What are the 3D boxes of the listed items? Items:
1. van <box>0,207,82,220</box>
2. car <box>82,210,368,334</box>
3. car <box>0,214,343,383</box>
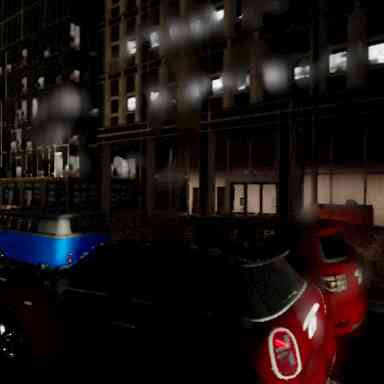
[{"bbox_3d":[-4.137,1.353,9.514,3.998,1.788,1.690,0,0,36],"label":"van"},{"bbox_3d":[0.484,1.326,6.205,5.009,1.841,2.192,0,0,36],"label":"car"},{"bbox_3d":[-0.645,1.358,4.379,4.553,1.767,2.097,0,0,30],"label":"car"}]
